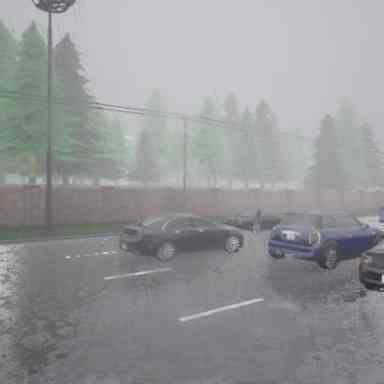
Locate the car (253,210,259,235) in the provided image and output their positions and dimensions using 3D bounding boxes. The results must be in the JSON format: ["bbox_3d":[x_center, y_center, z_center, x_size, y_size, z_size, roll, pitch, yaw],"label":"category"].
[{"bbox_3d":[4.106,1.680,19.563,4.718,1.301,1.895,0,0,-35],"label":"car"}]

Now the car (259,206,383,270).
[{"bbox_3d":[4.762,1.408,11.437,4.553,1.767,2.097,0,0,-35],"label":"car"}]

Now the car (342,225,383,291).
[{"bbox_3d":[5.743,1.574,7.854,4.674,1.442,1.812,0,0,-36],"label":"car"}]

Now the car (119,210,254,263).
[{"bbox_3d":[-0.221,1.542,12.182,4.892,1.490,1.837,0,0,-35],"label":"car"}]
